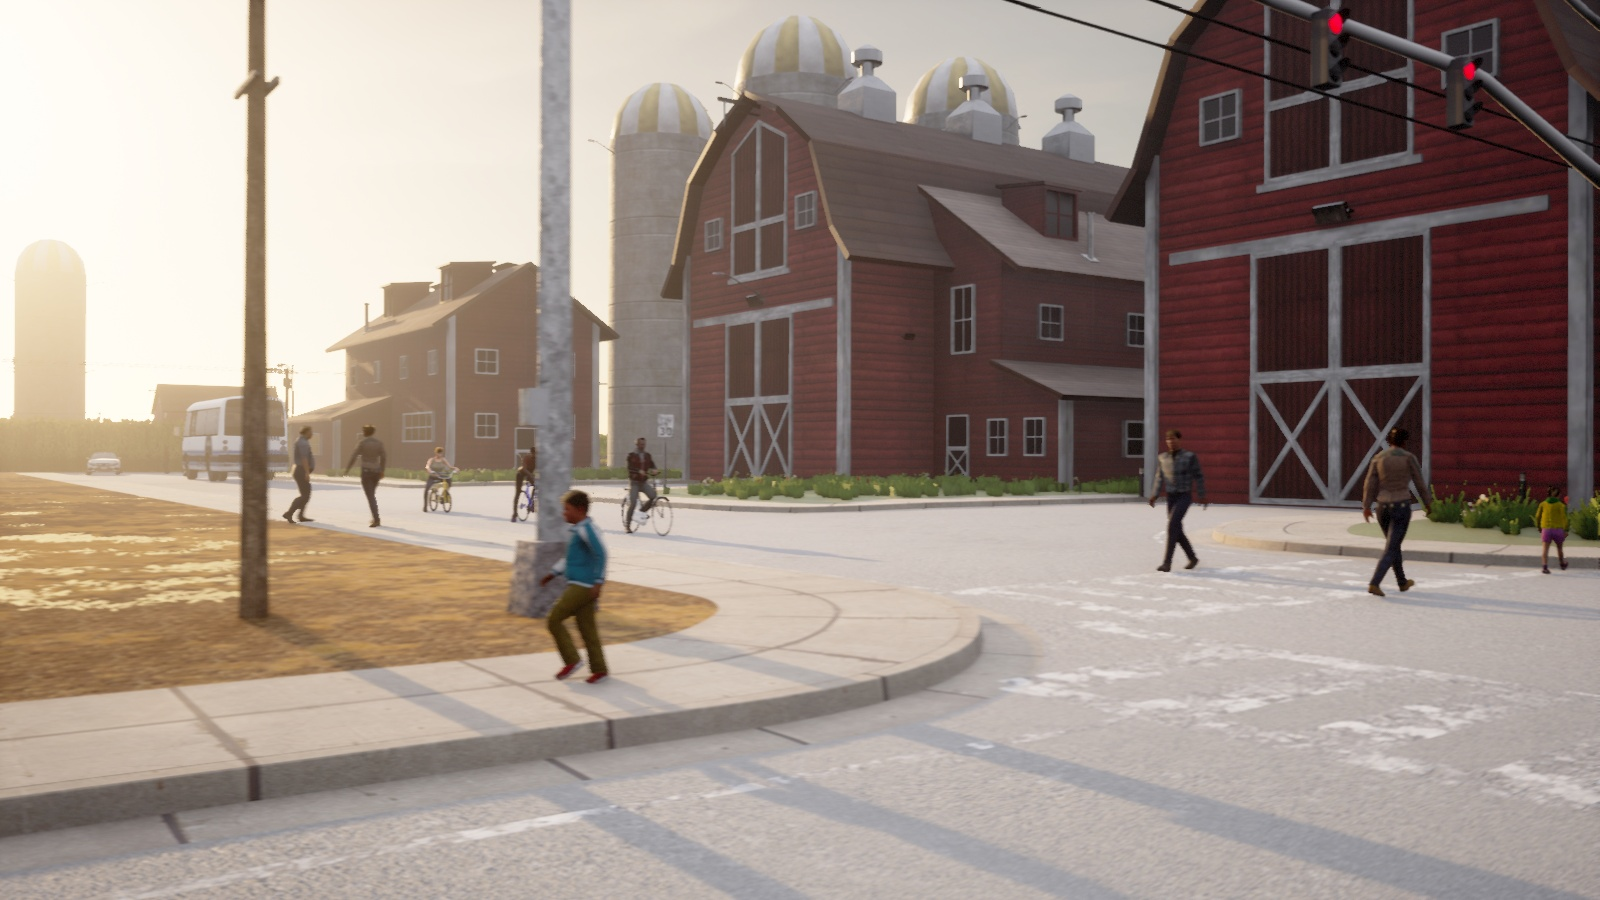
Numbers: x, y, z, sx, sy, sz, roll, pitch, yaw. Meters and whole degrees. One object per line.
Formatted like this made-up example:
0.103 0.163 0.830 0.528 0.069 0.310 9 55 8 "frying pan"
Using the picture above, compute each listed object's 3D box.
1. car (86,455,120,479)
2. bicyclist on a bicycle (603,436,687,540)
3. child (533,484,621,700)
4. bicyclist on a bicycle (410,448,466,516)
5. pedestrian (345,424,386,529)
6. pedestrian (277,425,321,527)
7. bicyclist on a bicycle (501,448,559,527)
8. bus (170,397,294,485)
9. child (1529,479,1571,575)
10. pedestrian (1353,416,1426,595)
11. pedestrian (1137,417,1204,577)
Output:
-44.337 1.051 79.872 1.812 1.442 4.674 0 0 -29 "car"
-2.778 0.659 22.368 0.659 1.776 1.843 -1 0 -36 "bicyclist on a bicycle"
-1.287 0.796 7.235 0.448 1.192 0.343 0 0 -19 "child"
-8.892 0.766 30.826 0.866 1.612 1.509 0 0 -36 "bicyclist on a bicycle"
-7.642 0.461 22.091 0.869 1.805 0.328 0 0 45 "pedestrian"
-9.237 0.465 23.142 0.694 1.848 0.540 0 0 -29 "pedestrian"
-5.690 0.764 26.398 0.582 1.620 1.656 0 0 -36 "bicyclist on a bicycle"
-29.975 -0.412 65.952 3.944 4.253 10.273 0 0 -36 "bus"
9.324 0.944 15.612 0.473 1.160 0.299 0 0 -39 "child"
6.129 0.559 13.045 0.869 1.805 0.328 0 0 -38 "pedestrian"
4.631 0.569 15.681 0.788 1.949 0.423 0 0 -39 "pedestrian"
